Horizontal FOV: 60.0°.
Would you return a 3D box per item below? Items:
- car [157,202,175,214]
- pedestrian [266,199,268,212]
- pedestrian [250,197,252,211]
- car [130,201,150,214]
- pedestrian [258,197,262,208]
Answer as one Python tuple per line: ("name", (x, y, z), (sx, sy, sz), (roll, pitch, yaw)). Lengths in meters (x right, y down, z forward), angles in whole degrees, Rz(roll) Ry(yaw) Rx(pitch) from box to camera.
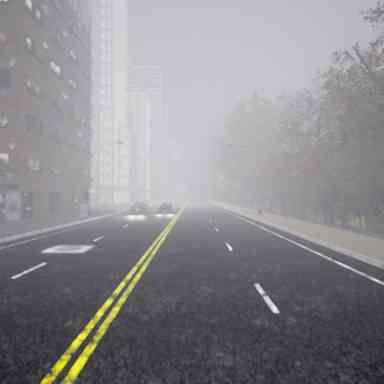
("car", (-3.247, 2.013, 42.083), (1.994, 1.385, 4.181), (0, -1, 0))
("pedestrian", (10.016, 1.791, 44.623), (0.375, 1.860, 0.375), (0, 0, 0))
("pedestrian", (8.016, 1.620, 45.224), (0.375, 1.860, 0.375), (0, 0, 0))
("car", (-6.498, 1.937, 41.884), (2.128, 1.511, 4.902), (0, -1, 0))
("pedestrian", (9.015, 1.607, 44.024), (0.375, 1.860, 0.375), (0, 0, 0))
